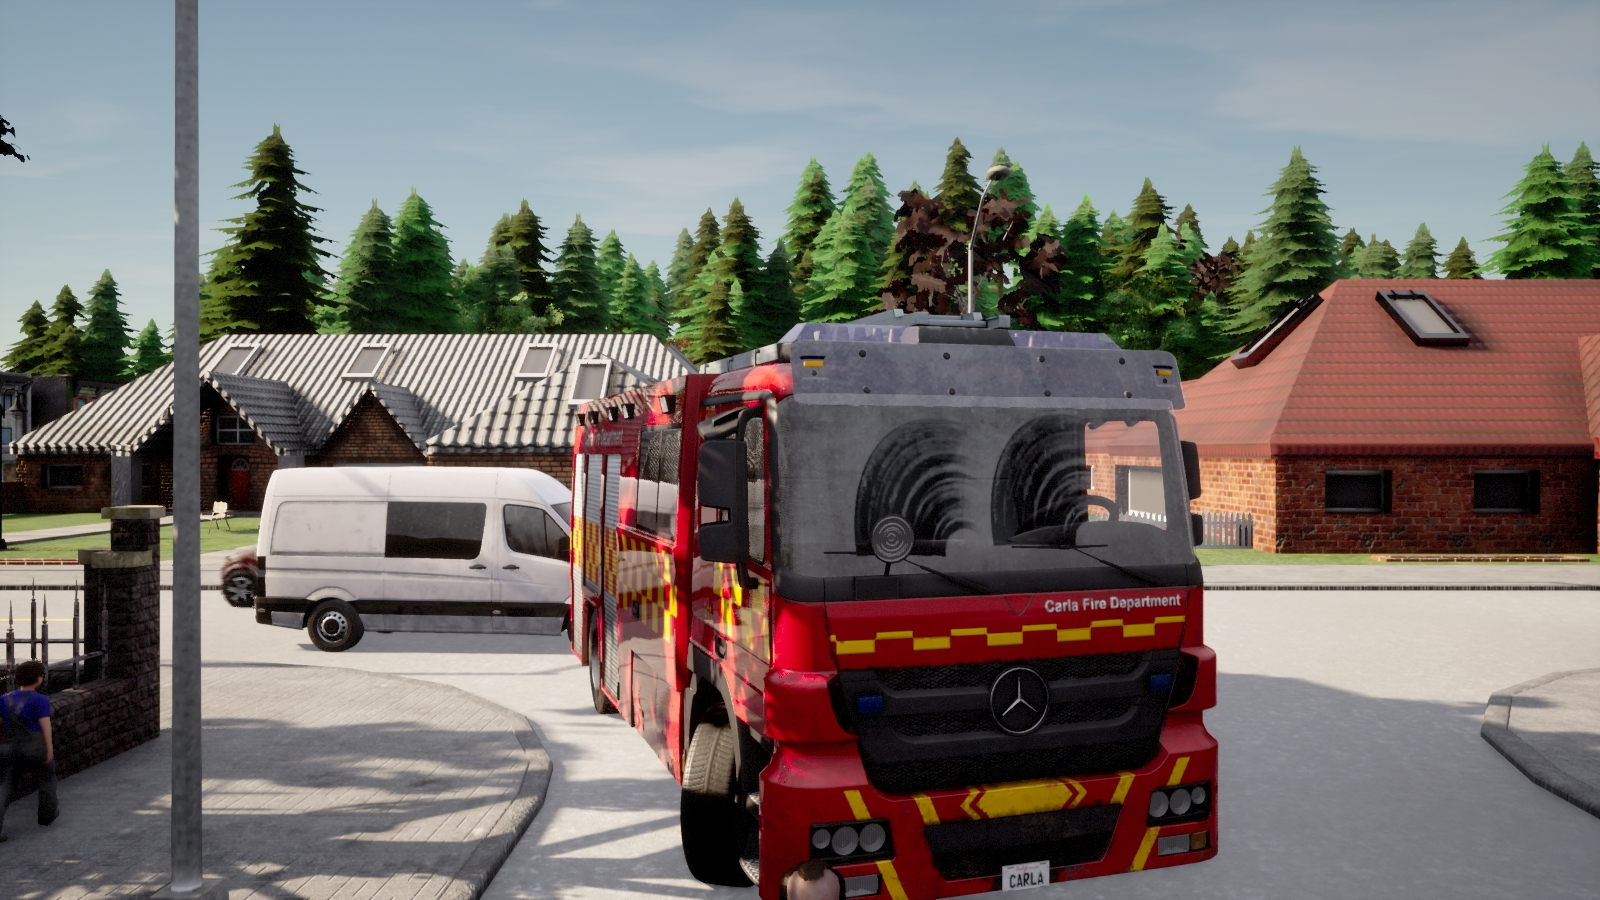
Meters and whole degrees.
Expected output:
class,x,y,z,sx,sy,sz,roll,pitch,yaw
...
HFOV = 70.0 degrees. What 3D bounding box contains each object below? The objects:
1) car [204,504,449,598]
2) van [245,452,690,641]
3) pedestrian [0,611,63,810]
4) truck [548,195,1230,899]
class,x,y,z,sx,sy,sz,roll,pitch,yaw
car,-8.549,1.806,20.843,3.705,1.549,1.789,0,0,2
van,-4.701,1.314,16.673,5.915,2.561,1.988,0,0,4
pedestrian,-5.460,1.806,7.990,0.375,1.300,0.375,0,0,-3
truck,-0.279,0.670,10.050,2.891,3.827,8.468,0,0,-19
